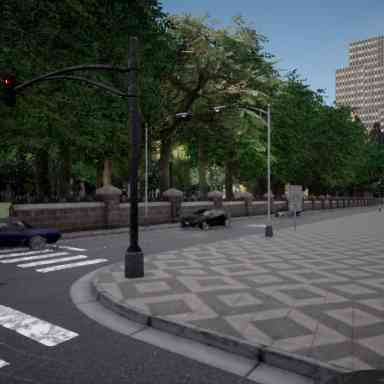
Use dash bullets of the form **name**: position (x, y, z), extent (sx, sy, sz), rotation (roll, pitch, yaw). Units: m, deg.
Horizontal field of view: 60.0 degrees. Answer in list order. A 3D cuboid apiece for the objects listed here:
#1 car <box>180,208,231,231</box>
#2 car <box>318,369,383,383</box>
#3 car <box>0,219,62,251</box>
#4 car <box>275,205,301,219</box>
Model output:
- **car**: position (1.111, 1.934, 24.732), extent (1.882, 1.535, 5.008), rotation (0, -1, 35)
- **car**: position (2.518, 1.551, 1.167), extent (4.403, 1.369, 2.008), rotation (0, 0, 36)
- **car**: position (-7.926, 1.758, 13.370), extent (4.718, 1.301, 1.895), rotation (2, -1, -43)
- **car**: position (11.329, 2.318, 39.183), extent (2.128, 1.511, 4.902), rotation (0, -1, 35)
